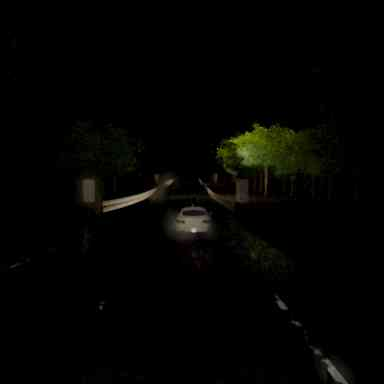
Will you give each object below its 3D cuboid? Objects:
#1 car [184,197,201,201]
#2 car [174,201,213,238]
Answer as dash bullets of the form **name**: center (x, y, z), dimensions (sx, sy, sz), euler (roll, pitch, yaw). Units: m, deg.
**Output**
- **car**: center (0.043, 1.226, 36.251), dimensions (1.994, 1.385, 4.181), euler (0, 1, 0)
- **car**: center (0.074, 1.418, 16.752), dimensions (1.812, 1.442, 4.674), euler (0, 1, 0)
